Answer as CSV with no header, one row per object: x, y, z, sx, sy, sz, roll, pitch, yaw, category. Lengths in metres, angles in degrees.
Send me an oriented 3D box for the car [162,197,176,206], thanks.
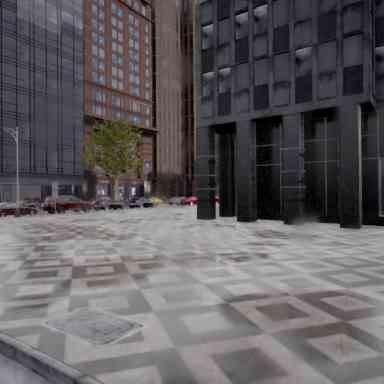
-2.021,1.497,54.741,2.033,1.411,5.357,-1,0,35,car

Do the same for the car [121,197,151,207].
-8.495,1.527,50.888,1.812,1.442,4.674,-1,0,35,car

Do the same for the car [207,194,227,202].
5.806,1.298,76.456,2.192,1.841,5.009,-1,0,35,car

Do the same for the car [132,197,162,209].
-6.426,1.510,43.770,1.947,1.339,4.313,-1,0,35,car

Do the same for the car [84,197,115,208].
-13.437,1.486,48.623,1.967,1.590,4.097,-1,0,35,car

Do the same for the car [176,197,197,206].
-0.013,1.463,53.047,1.887,1.381,4.507,-1,0,35,car

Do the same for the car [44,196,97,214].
-12.841,1.291,34.496,2.192,1.841,5.009,-1,0,35,car

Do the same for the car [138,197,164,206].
-7.118,1.546,57.760,1.752,1.417,4.829,-1,0,35,car

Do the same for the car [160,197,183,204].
-3.814,1.576,62.539,1.947,1.339,4.313,-1,0,35,car

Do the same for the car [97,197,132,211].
-9.632,1.526,39.133,1.947,1.339,4.313,-1,0,35,car

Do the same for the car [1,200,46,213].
-19.849,1.643,39.346,1.947,1.339,4.313,-1,0,35,car

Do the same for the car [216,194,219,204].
3.192,1.223,57.687,2.192,1.841,5.009,-1,0,35,car

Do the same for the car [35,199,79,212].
-16.094,1.563,39.935,1.812,1.442,4.674,-1,0,34,car

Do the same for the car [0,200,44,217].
-16.046,1.577,29.856,1.802,1.307,4.206,-1,0,35,car

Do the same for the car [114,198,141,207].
-10.228,1.614,53.261,1.802,1.307,4.206,-1,0,35,car
